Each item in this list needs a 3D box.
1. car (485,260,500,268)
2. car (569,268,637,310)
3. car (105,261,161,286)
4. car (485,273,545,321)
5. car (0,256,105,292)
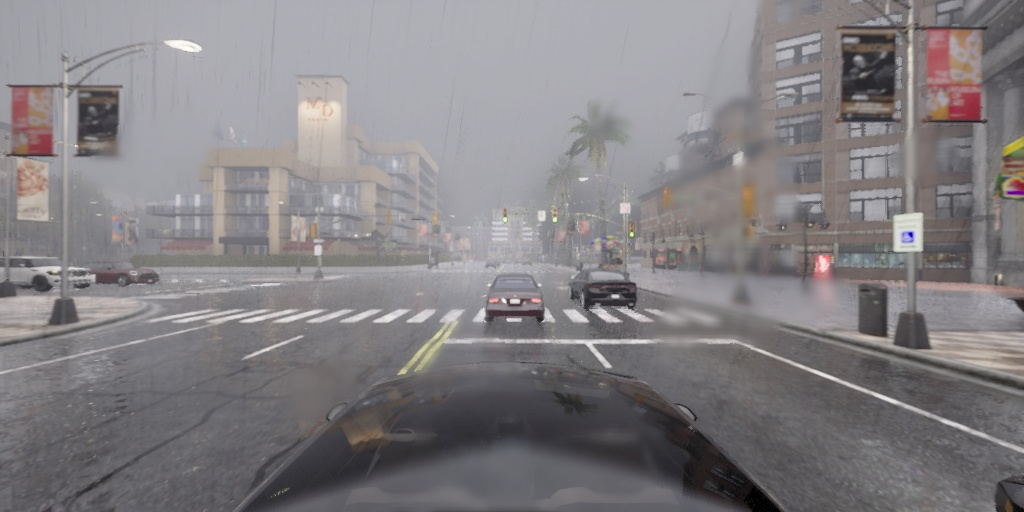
[{"bbox_3d":[-3.547,1.393,61.941,2.033,1.411,5.357,0,0,0],"label":"car"},{"bbox_3d":[3.588,1.248,14.903,1.882,1.535,5.008,0,0,0],"label":"car"},{"bbox_3d":[-27.231,1.140,24.803,4.553,1.767,2.097,0,0,0],"label":"car"},{"bbox_3d":[0.087,1.315,12.542,2.033,1.411,5.357,0,0,0],"label":"car"},{"bbox_3d":[-28.363,1.004,21.292,5.566,2.045,2.150,0,0,0],"label":"car"}]
